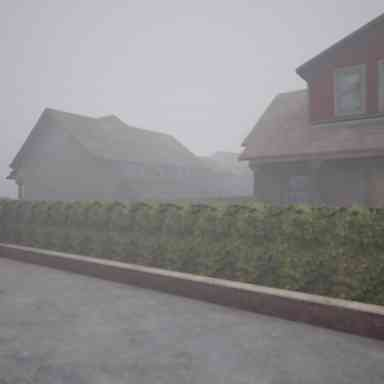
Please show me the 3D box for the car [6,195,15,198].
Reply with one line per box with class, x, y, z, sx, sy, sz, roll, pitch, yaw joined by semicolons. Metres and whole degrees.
car;-40.584;1.512;75.204;3.866;1.878;1.905;0;0;36
